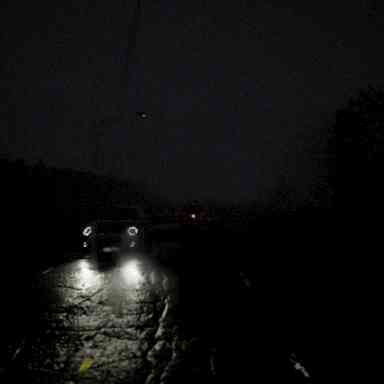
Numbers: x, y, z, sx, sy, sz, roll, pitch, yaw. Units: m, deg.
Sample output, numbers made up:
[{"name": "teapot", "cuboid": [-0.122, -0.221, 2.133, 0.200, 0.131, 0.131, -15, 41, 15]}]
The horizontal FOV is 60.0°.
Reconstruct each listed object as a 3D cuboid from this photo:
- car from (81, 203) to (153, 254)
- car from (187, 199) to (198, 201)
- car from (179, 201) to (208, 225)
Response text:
[{"name": "car", "cuboid": [-2.847, 1.361, 13.455, 2.097, 1.767, 4.553, 0, 0, 0]}, {"name": "car", "cuboid": [0.095, 1.585, 42.416, 2.033, 1.411, 5.357, 0, 0, 0]}, {"name": "car", "cuboid": [0.096, 1.581, 24.339, 1.994, 1.385, 4.181, 0, 0, 0]}]
